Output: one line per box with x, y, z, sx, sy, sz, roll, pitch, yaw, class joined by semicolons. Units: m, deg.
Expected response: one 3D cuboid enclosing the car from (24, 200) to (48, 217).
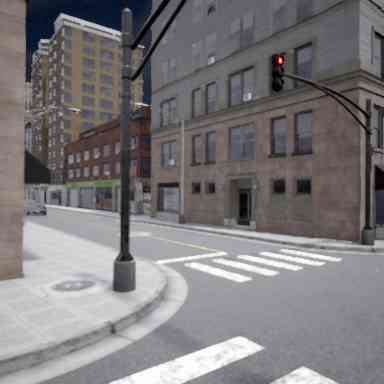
-15.420;1.525;32.200;1.837;1.490;4.892;1;0;-37;car
